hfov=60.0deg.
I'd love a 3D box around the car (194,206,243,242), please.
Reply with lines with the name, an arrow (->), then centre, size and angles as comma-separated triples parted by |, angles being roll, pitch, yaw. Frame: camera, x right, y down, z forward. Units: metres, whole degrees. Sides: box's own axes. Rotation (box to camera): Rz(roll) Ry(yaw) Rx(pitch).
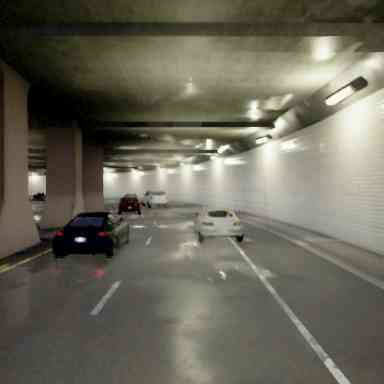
car -> 1.118, 1.353, 15.110 | 1.812, 1.442, 4.674 | 0, 1, -3

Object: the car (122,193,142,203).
car -> -9.413, 0.933, 51.958 | 1.812, 1.442, 4.674 | 0, 1, -26

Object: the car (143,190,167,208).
car -> -4.452, 0.776, 39.204 | 2.150, 2.045, 5.566 | 0, 1, -18

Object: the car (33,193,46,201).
car -> -26.503, 0.855, 58.780 | 1.812, 1.442, 4.674 | 0, 1, -43

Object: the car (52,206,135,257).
car -> -3.510, 1.423, 12.280 | 1.994, 1.385, 4.181 | 0, 1, -2

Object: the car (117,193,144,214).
car -> -5.670, 1.135, 30.003 | 1.882, 1.535, 5.008 | 0, 1, -12
